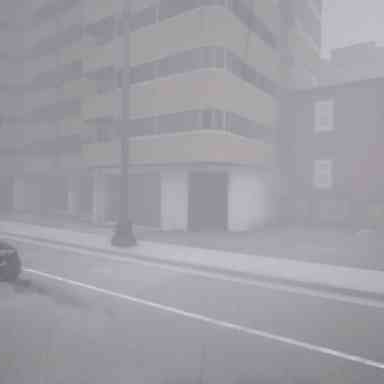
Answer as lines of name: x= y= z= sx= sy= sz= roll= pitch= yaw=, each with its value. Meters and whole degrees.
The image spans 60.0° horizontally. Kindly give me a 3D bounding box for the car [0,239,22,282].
car: x=-6.153 y=1.500 z=8.382 sx=4.181 sy=1.385 sz=1.994 roll=1 pitch=0 yaw=36
